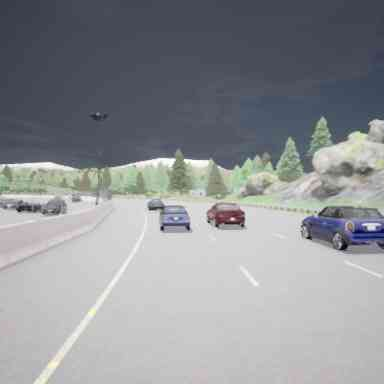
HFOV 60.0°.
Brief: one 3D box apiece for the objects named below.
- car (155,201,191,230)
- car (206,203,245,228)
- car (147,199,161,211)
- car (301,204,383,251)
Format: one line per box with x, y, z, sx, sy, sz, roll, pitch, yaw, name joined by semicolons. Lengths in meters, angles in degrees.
-1.181;1.560;21.357;2.033;1.411;5.357;0;0;-6;car
2.174;1.484;22.494;1.882;1.535;5.008;0;0;-6;car
-4.637;1.593;42.231;1.994;1.385;4.181;0;0;-12;car
6.447;1.347;14.330;2.097;1.767;4.553;0;0;-4;car
